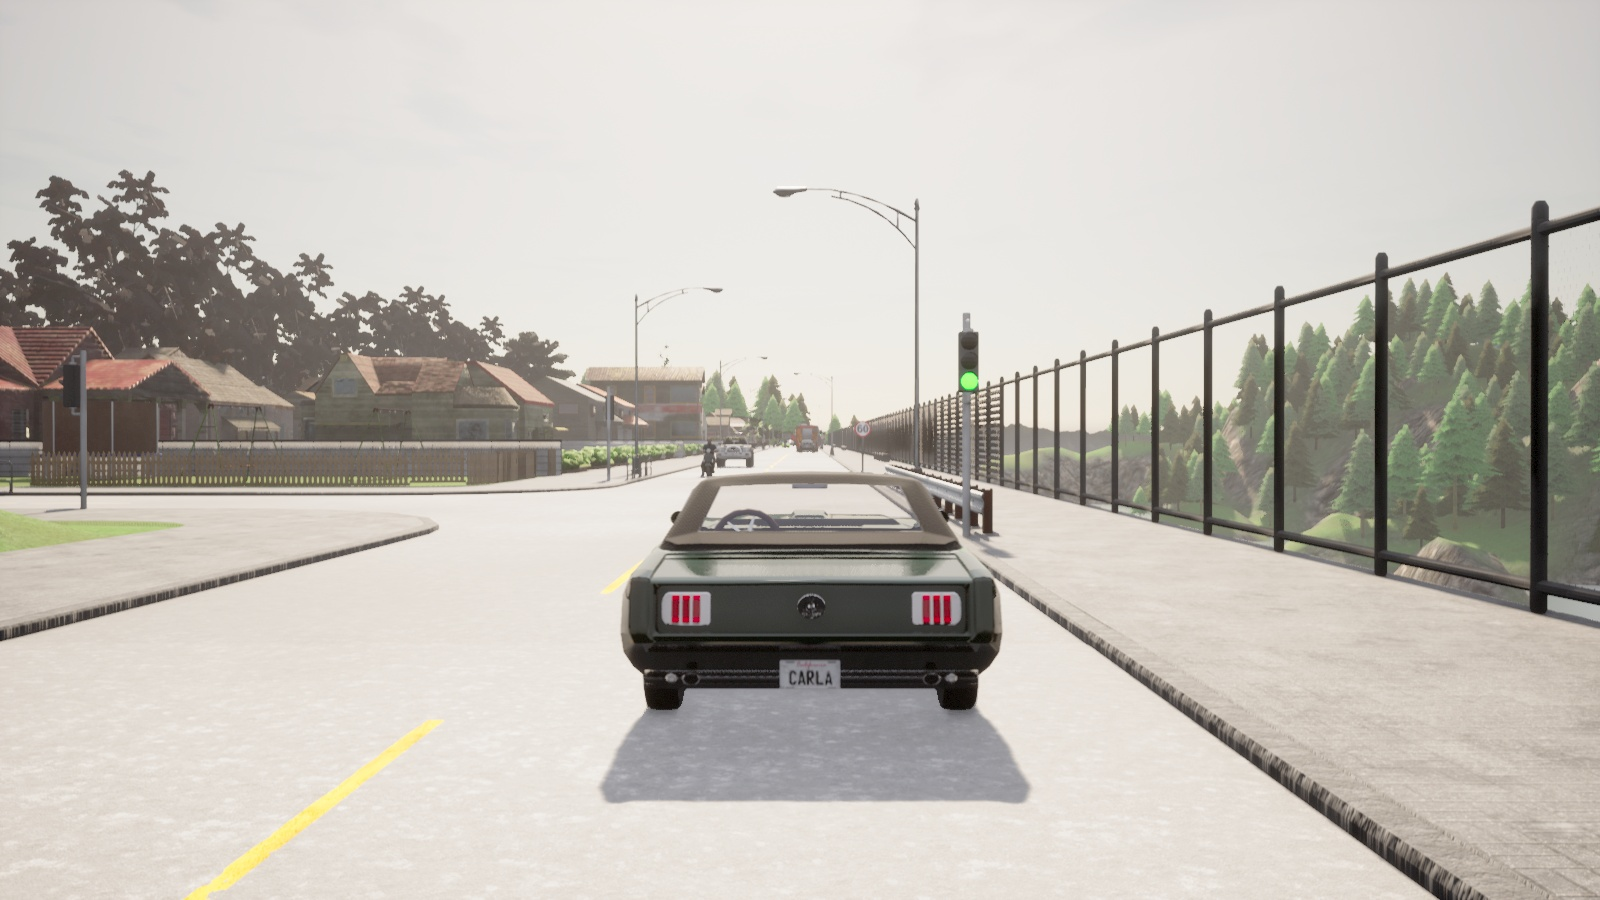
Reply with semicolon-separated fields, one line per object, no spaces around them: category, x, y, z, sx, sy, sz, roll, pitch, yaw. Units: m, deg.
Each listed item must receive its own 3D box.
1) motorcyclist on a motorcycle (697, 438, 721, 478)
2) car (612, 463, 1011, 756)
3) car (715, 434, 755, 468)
motorcyclist on a motorcycle;-3.683;0.314;50.988;0.866;1.590;1.817;0;0;0
car;0.065;0.784;8.322;1.895;1.301;4.718;0;0;0
car;-3.572;0.039;69.455;1.932;1.855;4.605;0;0;0
